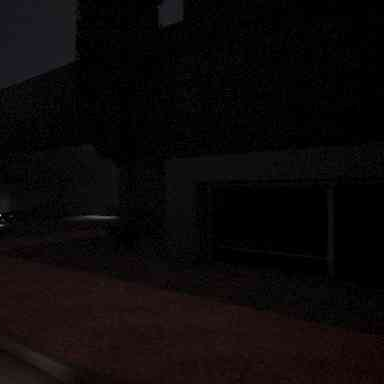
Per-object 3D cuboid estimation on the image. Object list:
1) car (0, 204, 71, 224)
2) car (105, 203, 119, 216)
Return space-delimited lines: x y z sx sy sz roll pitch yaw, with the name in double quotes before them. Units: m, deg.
"car" -12.686 1.729 27.354 2.033 1.411 5.357 0 0 36
"car" -7.030 1.707 35.195 1.812 1.442 4.674 0 0 36
